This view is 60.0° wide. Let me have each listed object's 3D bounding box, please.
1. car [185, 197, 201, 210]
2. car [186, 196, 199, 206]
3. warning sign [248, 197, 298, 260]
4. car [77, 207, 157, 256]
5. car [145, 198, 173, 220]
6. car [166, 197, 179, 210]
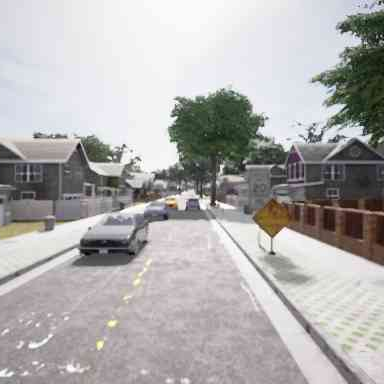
[{"bbox_3d":[0.122,1.472,41.504,2.033,1.411,5.357,0,0,0],"label":"car"},{"bbox_3d":[0.117,1.440,54.160,2.033,1.411,5.357,0,0,0],"label":"car"},{"bbox_3d":[2.524,1.105,10.496,1.300,1.860,1.060,0,0,0],"label":"warning sign"},{"bbox_3d":[-2.845,1.533,13.363,2.033,1.411,5.357,0,0,0],"label":"car"},{"bbox_3d":[-2.840,1.484,27.777,1.812,1.442,4.674,0,0,0],"label":"car"},{"bbox_3d":[-2.749,1.399,42.766,1.882,1.535,5.008,0,0,0],"label":"car"}]
